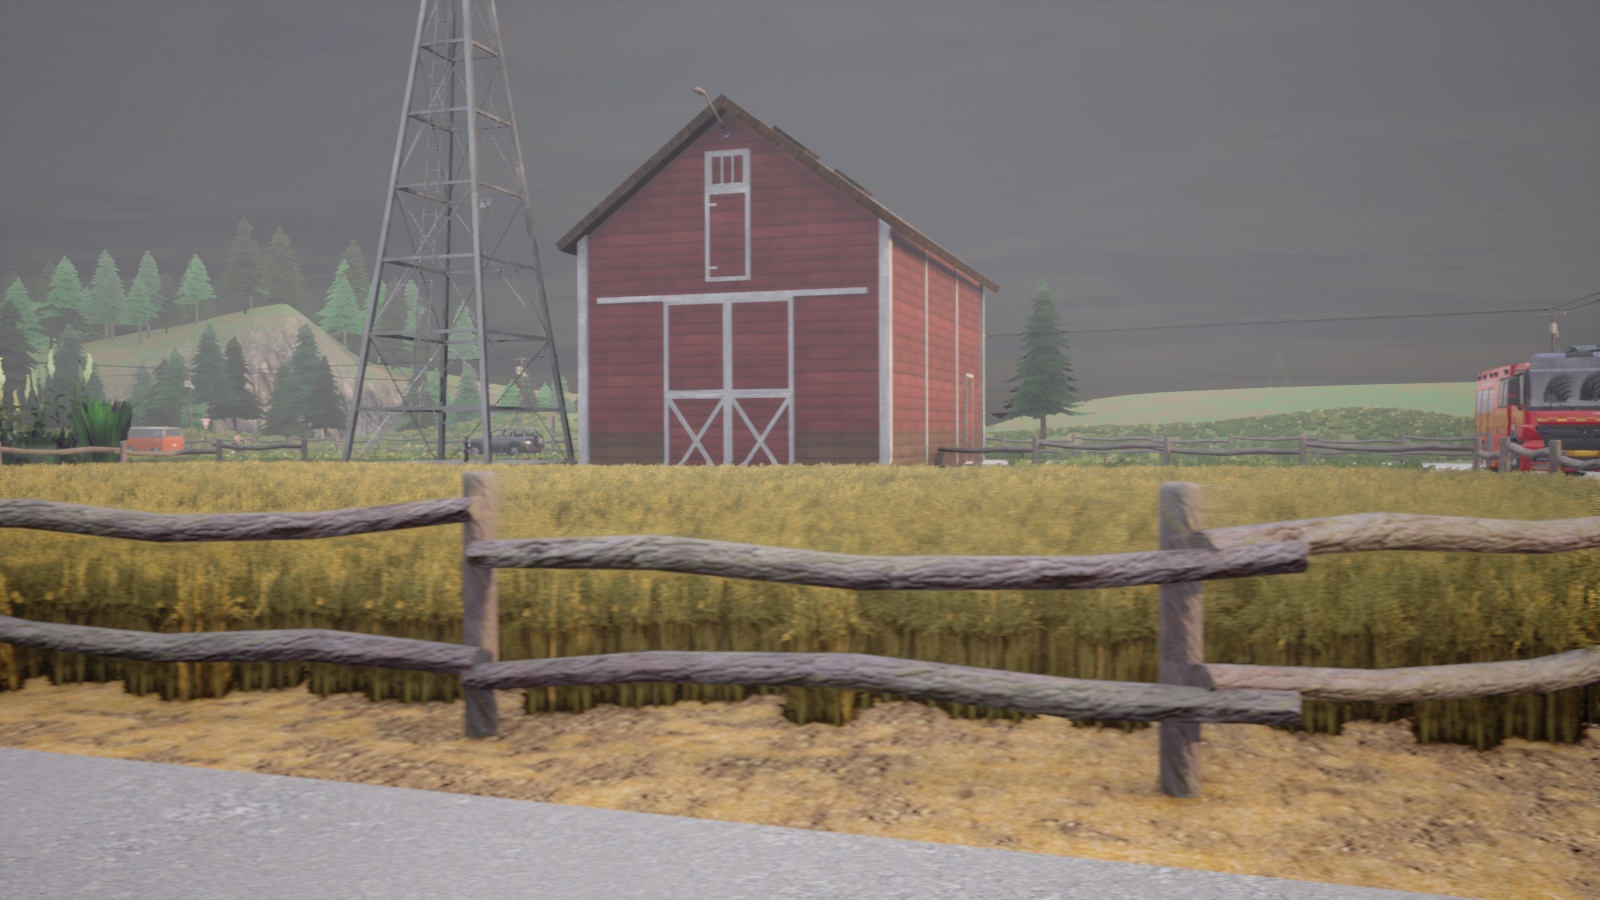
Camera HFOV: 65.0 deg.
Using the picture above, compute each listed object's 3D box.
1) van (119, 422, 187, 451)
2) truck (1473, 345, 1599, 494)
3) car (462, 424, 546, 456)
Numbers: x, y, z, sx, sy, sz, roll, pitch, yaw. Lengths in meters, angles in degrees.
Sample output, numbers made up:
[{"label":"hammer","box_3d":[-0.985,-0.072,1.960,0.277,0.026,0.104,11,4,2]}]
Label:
[{"label":"van","box_3d":[-44.519,-0.945,86.433,4.442,1.987,1.775,1,1,25]},{"label":"truck","box_3d":[21.849,-0.843,36.443,2.891,3.827,8.468,1,1,20]},{"label":"car","box_3d":[-17.505,-0.597,74.222,4.605,1.855,1.932,1,1,24]}]
